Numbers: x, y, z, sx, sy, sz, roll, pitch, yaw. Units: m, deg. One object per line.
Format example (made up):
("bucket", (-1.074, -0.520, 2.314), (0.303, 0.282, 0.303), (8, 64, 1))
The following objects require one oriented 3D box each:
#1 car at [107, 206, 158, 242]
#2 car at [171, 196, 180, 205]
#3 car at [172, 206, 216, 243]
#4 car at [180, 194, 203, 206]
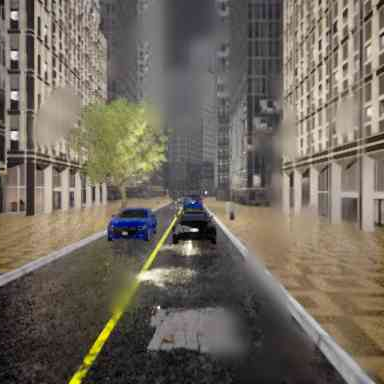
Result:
("car", (-2.850, 1.480, 16.631), (1.882, 1.535, 5.008), (0, 0, 0))
("car", (-2.747, 1.550, 59.347), (1.837, 1.490, 4.892), (0, 0, 0))
("car", (0.098, 1.566, 16.026), (1.994, 1.385, 4.181), (0, 0, 0))
("car", (0.101, 1.235, 37.501), (2.150, 2.045, 5.566), (0, 0, 0))
